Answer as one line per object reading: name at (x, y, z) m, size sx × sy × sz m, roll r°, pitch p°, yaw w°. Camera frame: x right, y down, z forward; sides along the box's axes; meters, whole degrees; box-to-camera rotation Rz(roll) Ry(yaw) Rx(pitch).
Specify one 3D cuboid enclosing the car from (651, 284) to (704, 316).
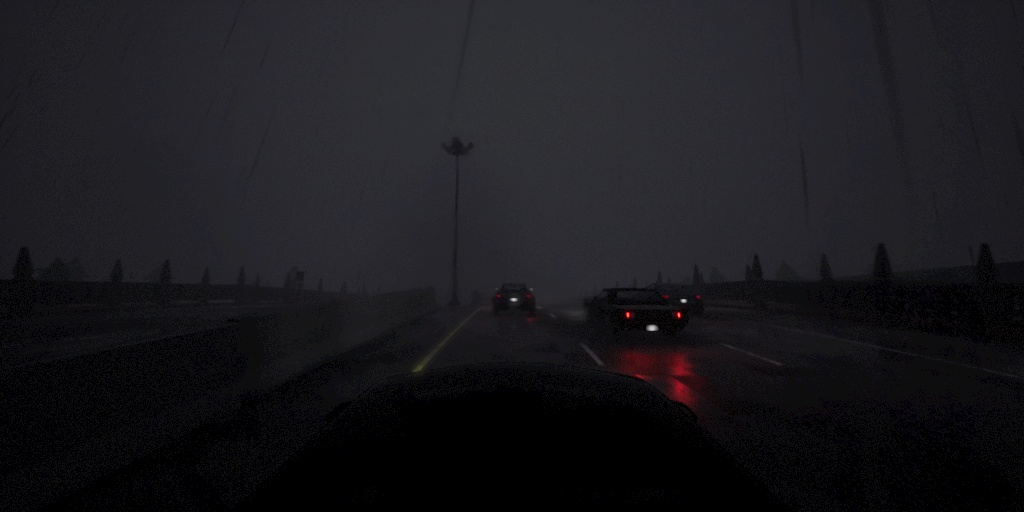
car at (7.102, 1.980, 16.827) m, size 1.994 × 1.385 × 4.181 m, roll 0°, pitch -4°, yaw 0°

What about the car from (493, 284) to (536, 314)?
car at (0.102, 2.047, 17.680) m, size 1.994 × 1.385 × 4.181 m, roll 0°, pitch -4°, yaw 0°

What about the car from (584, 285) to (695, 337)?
car at (3.602, 1.671, 11.429) m, size 1.895 × 1.301 × 4.718 m, roll 0°, pitch -3°, yaw 0°
